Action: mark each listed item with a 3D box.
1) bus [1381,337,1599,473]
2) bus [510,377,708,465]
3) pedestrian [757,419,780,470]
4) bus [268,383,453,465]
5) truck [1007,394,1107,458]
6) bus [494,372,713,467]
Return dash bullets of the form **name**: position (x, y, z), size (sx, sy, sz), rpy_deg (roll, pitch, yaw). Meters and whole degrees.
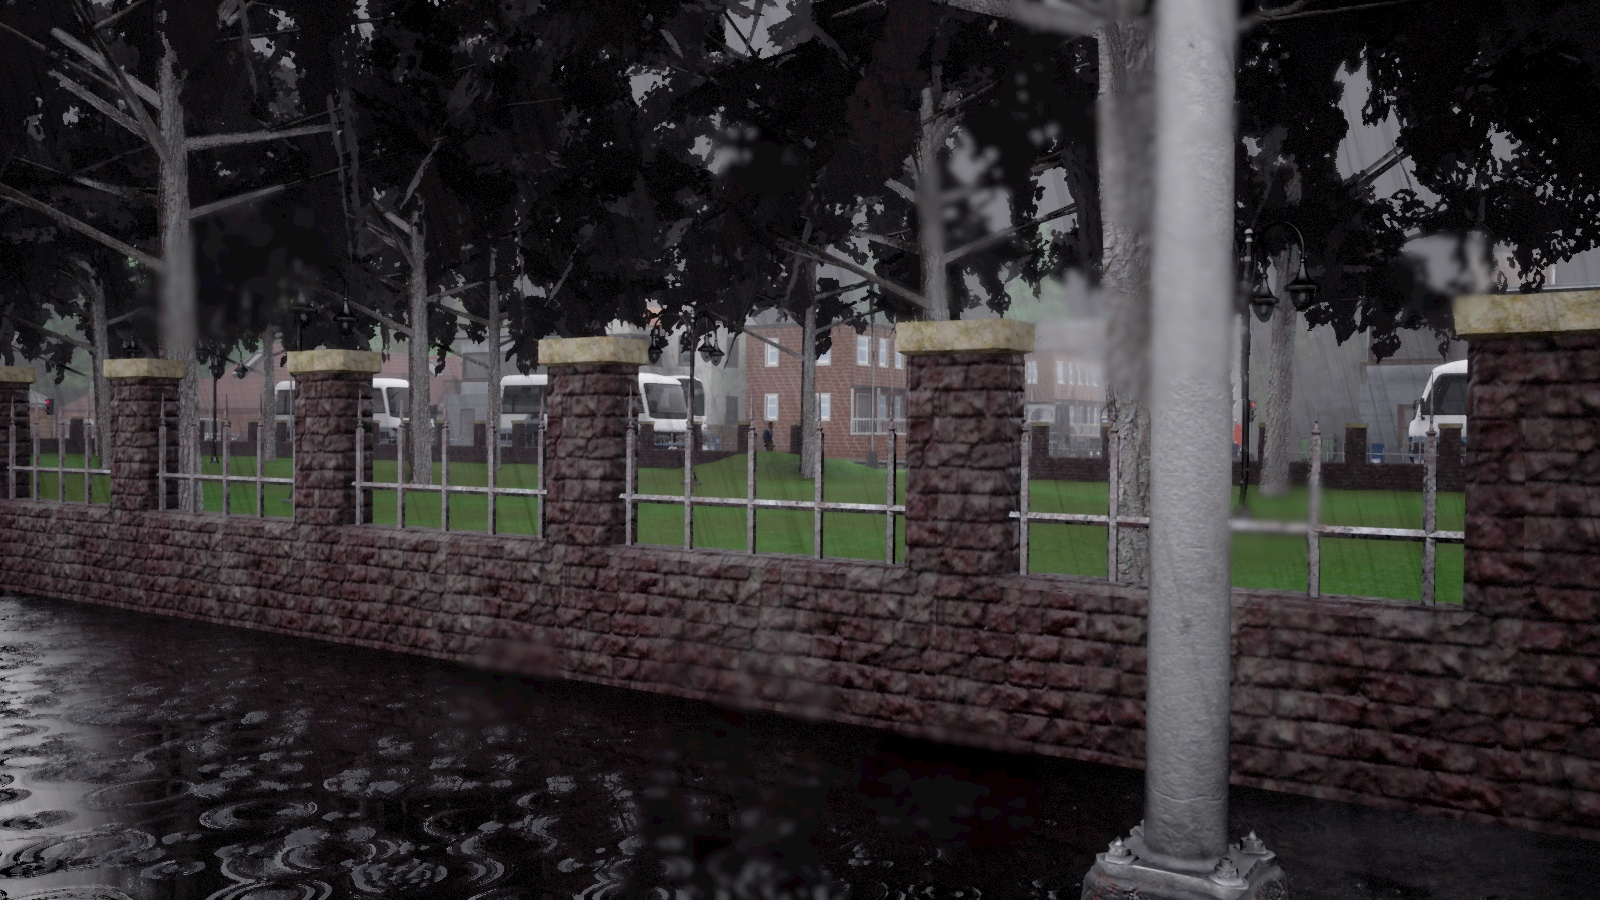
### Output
- **bus**: position (25.280, -1.444, 41.745), size (10.273, 4.253, 3.944), rpy_deg (0, 1, 35)
- **bus**: position (-10.029, -1.445, 65.213), size (10.273, 4.253, 3.944), rpy_deg (0, 1, 36)
- **pedestrian**: position (-1.204, -0.206, 48.166), size (0.788, 1.949, 0.423), rpy_deg (0, 1, 34)
- **bus**: position (-24.463, -1.376, 69.750), size (10.273, 4.253, 3.944), rpy_deg (-1, 1, 31)
- **truck**: position (14.964, -1.379, 72.713), size (2.891, 3.462, 7.936), rpy_deg (0, 1, 34)
- **bus**: position (-9.505, -1.380, 60.119), size (10.273, 4.253, 3.944), rpy_deg (0, 1, 32)
